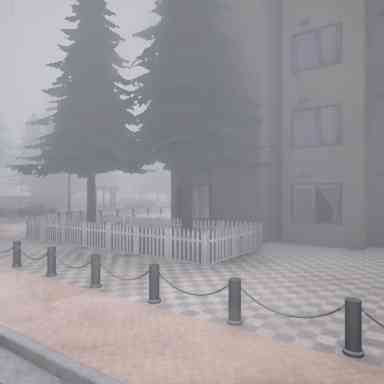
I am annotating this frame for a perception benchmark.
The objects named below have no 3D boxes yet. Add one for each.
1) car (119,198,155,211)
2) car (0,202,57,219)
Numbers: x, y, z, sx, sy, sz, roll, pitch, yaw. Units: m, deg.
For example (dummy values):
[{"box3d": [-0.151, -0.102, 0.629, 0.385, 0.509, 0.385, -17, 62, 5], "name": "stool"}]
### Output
[{"box3d": [-6.438, 1.476, 39.288, 2.128, 1.511, 4.902, 0, 0, 37], "name": "car"}, {"box3d": [-14.366, 1.585, 28.805, 1.895, 1.301, 4.718, 0, 0, 37], "name": "car"}]
